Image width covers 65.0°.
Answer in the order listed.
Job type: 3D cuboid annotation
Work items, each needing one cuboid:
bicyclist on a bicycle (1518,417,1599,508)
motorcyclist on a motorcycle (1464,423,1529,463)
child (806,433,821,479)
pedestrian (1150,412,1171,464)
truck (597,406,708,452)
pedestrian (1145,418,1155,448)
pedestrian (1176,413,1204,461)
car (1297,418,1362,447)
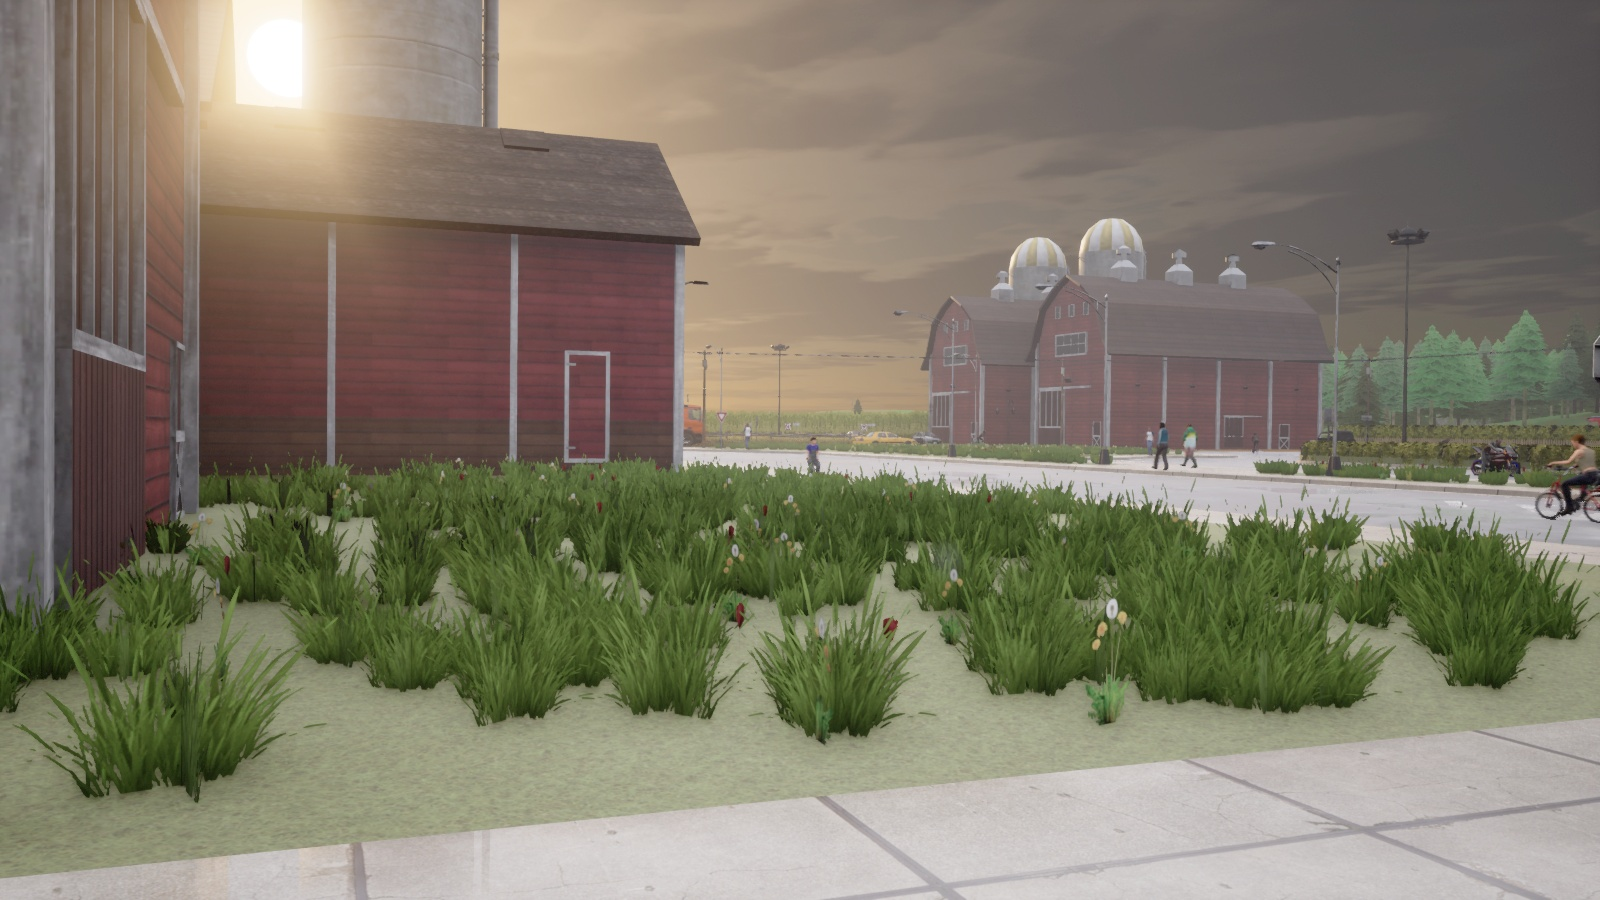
[{"bbox_3d":[14.118,0.208,22.967,0.866,1.612,1.509,-1,1,-21],"label":"bicyclist on a bicycle"},{"bbox_3d":[27.551,-0.273,49.711,0.866,1.530,2.191,-1,1,-21],"label":"motorcyclist on a motorcycle"},{"bbox_3d":[0.373,0.164,34.754,0.270,1.263,0.437,-1,1,-23],"label":"child"},{"bbox_3d":[13.426,-0.453,46.791,0.396,1.930,0.692,-1,1,-22],"label":"pedestrian"},{"bbox_3d":[-11.257,-1.620,95.739,7.936,3.462,2.891,-1,1,-21],"label":"truck"},{"bbox_3d":[21.666,-1.045,77.740,0.354,1.836,0.706,0,1,39],"label":"pedestrian"},{"bbox_3d":[15.913,-0.544,51.286,0.659,1.952,0.873,-1,1,-33],"label":"pedestrian"},{"bbox_3d":[36.020,-1.186,85.485,1.905,1.878,3.866,-1,1,-21],"label":"car"}]
